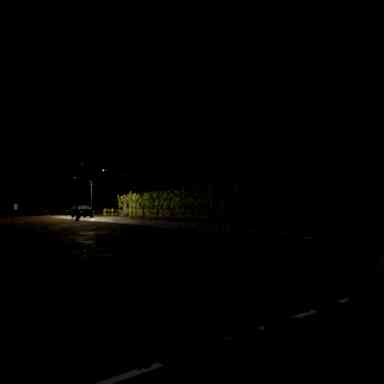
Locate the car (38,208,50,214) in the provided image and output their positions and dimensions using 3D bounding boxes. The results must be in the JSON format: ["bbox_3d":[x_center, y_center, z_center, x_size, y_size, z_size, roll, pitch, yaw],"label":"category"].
[{"bbox_3d":[-37.944,4.847,85.144,2.097,1.767,4.553,2,-4,-36],"label":"car"}]

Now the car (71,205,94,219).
[{"bbox_3d":[-16.989,3.027,51.277,2.150,2.045,5.566,2,-3,-36],"label":"car"}]
